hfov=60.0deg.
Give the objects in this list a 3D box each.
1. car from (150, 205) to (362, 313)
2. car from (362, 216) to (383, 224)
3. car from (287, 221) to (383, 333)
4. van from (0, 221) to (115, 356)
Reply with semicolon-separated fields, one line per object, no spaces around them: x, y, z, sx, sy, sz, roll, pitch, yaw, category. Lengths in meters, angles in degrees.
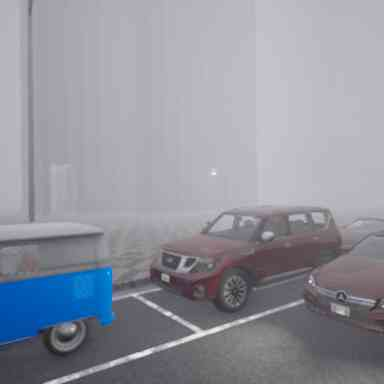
1.536;1.281;7.783;5.009;1.841;2.192;-1;0;-36;car
6.137;1.493;11.113;4.206;1.307;1.802;-1;0;-36;car
4.089;1.470;6.339;4.674;1.442;1.812;-1;0;-36;car
-3.062;1.363;4.454;3.998;1.788;1.690;-1;0;-36;van
